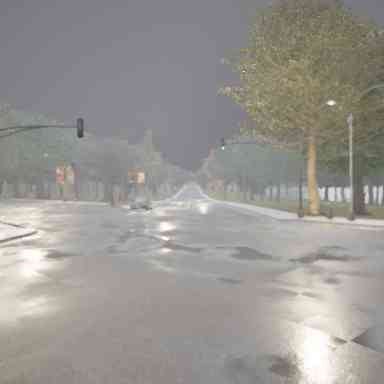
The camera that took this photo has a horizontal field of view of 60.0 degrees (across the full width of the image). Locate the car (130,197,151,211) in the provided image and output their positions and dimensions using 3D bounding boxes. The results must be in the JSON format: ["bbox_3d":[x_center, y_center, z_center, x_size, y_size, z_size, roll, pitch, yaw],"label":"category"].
[{"bbox_3d":[-5.582,1.274,36.831,1.812,1.442,4.674,3,-2,1],"label":"car"}]
